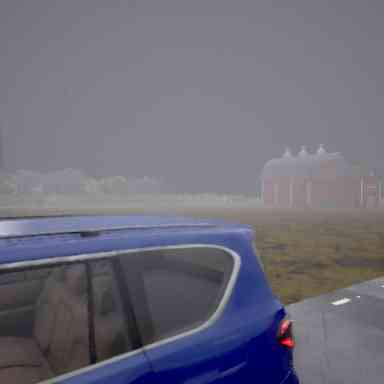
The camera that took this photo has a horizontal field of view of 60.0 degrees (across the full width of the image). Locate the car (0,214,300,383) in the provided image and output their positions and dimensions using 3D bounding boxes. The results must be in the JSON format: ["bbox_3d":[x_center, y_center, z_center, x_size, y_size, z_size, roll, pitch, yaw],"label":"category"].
[{"bbox_3d":[-1.774,1.221,1.809,5.566,2.045,2.150,0,0,-36],"label":"car"}]
